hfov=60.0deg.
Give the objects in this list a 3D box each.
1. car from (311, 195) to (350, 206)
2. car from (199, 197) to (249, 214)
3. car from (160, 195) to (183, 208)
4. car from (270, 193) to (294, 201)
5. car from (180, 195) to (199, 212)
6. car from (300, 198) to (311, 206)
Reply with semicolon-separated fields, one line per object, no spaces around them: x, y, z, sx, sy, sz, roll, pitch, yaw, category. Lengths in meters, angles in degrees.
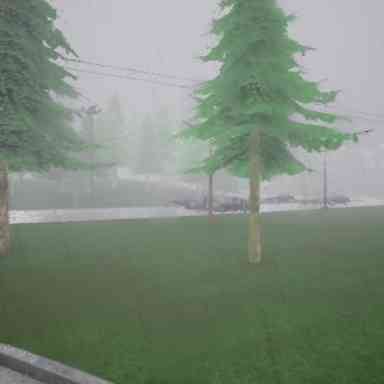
17.370;0.920;40.734;4.902;1.511;2.128;0;1;-33;car
3.514;1.233;32.090;4.902;1.511;2.128;0;1;-31;car
-1.502;1.173;41.030;4.892;1.490;1.837;0;0;-29;car
12.861;0.806;48.876;5.008;1.535;1.882;0;1;-29;car
1.337;1.284;34.602;4.181;1.385;1.994;0;1;-29;car
16.226;1.062;42.740;4.718;1.301;1.895;0;1;-29;car
